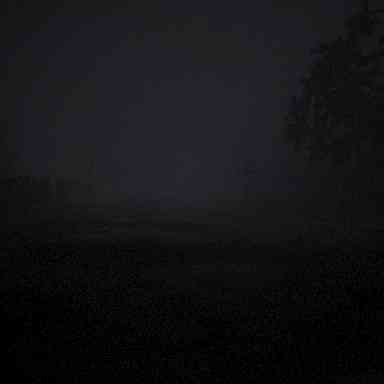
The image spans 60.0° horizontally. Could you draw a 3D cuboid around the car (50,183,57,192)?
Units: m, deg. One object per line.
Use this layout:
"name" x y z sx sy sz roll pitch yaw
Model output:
"car" -22.914 -0.617 54.613 5.027 1.636 2.152 1 1 -3
